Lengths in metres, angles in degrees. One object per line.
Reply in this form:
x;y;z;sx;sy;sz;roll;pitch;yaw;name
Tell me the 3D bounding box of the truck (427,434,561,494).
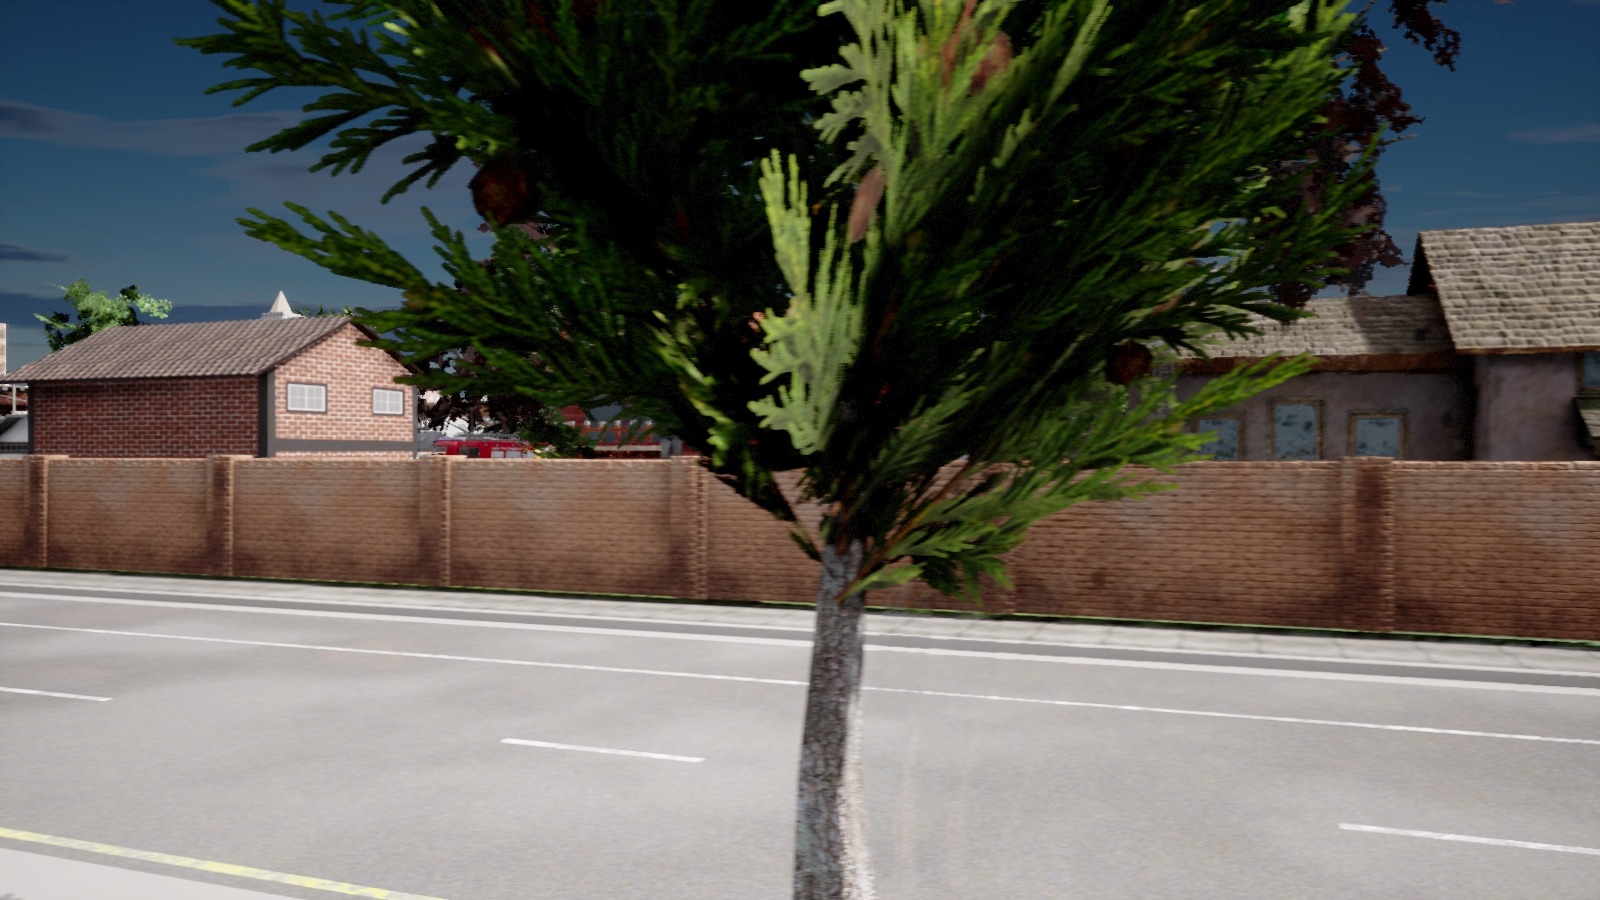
-20.461;0.876;76.266;8.468;3.827;2.891;1;1;19;truck
